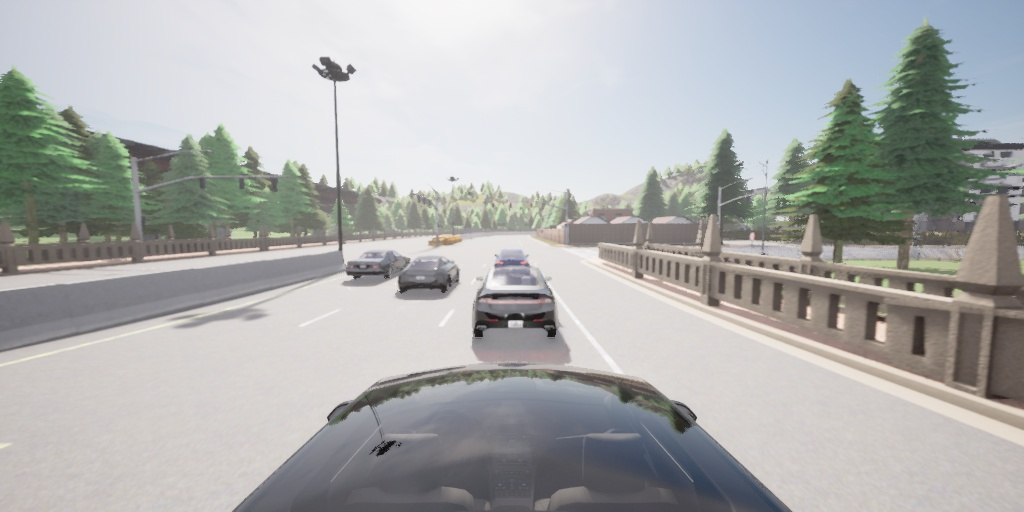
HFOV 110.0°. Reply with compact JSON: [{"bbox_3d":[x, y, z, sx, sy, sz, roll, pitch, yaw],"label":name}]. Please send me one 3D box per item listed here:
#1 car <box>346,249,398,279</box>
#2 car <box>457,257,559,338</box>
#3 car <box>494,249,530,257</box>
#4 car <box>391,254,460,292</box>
[{"bbox_3d":[-7.008,0.349,19.344,2.033,1.411,5.357,0,4,0],"label":"car"},{"bbox_3d":[0.056,0.978,9.304,2.128,1.511,4.902,0,3,0],"label":"car"},{"bbox_3d":[-0.009,0.325,19.420,1.812,1.442,4.674,0,4,0],"label":"car"},{"bbox_3d":[-3.484,0.647,15.609,1.994,1.385,4.181,0,4,0],"label":"car"}]
